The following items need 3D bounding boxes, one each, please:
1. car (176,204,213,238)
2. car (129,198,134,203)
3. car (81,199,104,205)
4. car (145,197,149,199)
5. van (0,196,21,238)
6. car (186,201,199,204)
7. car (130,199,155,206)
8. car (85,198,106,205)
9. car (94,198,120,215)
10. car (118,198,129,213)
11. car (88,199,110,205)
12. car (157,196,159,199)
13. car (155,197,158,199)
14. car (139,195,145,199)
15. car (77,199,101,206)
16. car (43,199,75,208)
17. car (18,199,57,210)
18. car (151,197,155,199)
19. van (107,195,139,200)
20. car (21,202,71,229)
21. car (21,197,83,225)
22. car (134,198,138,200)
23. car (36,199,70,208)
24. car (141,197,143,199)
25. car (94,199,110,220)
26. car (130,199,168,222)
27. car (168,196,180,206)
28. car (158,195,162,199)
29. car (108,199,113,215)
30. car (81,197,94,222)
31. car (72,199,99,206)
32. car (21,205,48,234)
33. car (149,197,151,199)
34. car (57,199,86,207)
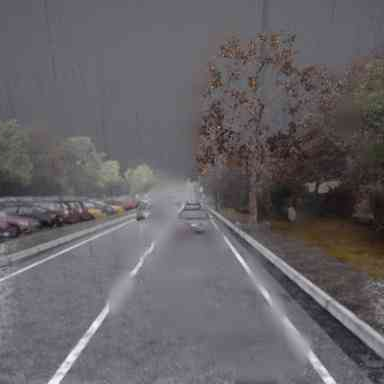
[{"bbox_3d":[0.094,1.583,17.649,2.033,1.411,5.357,0,0,0],"label":"car"},{"bbox_3d":[-10.260,1.807,42.075,4.792,1.488,2.163,0,-1,0],"label":"car"},{"bbox_3d":[-23.314,2.394,78.166,4.792,1.488,2.163,0,-1,0],"label":"car"},{"bbox_3d":[-10.273,1.943,55.956,4.892,1.521,2.231,0,-1,0],"label":"car"},{"bbox_3d":[-10.193,1.239,14.318,4.442,1.987,1.878,0,-1,0],"label":"van"},{"bbox_3d":[0.073,1.724,38.161,2.128,1.511,4.902,0,-1,0],"label":"car"},{"bbox_3d":[-10.276,2.200,69.823,4.892,1.521,2.231,0,-1,0],"label":"car"},{"bbox_3d":[-23.372,2.292,80.814,4.553,1.767,2.185,0,-1,0],"label":"car"},{"bbox_3d":[-10.302,1.685,33.748,4.892,1.521,2.231,0,-1,0],"label":"car"},{"bbox_3d":[-10.108,1.712,36.523,5.366,1.575,1.946,0,-1,0],"label":"car"},{"bbox_3d":[-23.334,2.472,83.582,5.008,1.535,2.097,0,-1,0],"label":"car"},{"bbox_3d":[-10.453,2.251,72.599,5.366,1.575,1.946,0,-1,0],"label":"car"},{"bbox_3d":[-10.086,2.140,67.048,5.366,1.575,1.946,0,-1,0],"label":"car"},{"bbox_3d":[-10.313,1.779,53.179,4.553,1.767,2.185,0,-1,0],"label":"car"},{"bbox_3d":[-23.342,2.349,75.396,4.674,1.452,2.002,0,-1,0],"label":"car"},{"bbox_3d":[-23.386,2.013,58.656,4.792,1.488,2.163,0,-1,0],"label":"car"},{"bbox_3d":[-23.368,1.871,50.480,5.008,1.535,2.097,0,-1,0],"label":"car"},{"bbox_3d":[-10.090,2.030,61.376,5.366,1.575,1.946,0,-1,0],"label":"car"},{"bbox_3d":[-10.402,1.614,47.630,4.442,1.987,1.878,0,-1,0],"label":"van"},{"bbox_3d":[-10.300,1.527,19.867,5.008,1.535,2.097,0,-1,0],"label":"car"},{"bbox_3d":[-10.272,1.433,22.645,4.553,1.767,2.185,0,-1,0],"label":"car"},{"bbox_3d":[-10.258,1.838,44.851,4.792,1.488,2.163,0,-1,0],"label":"car"},{"bbox_3d":[-23.388,1.972,56.016,4.792,1.488,2.163,0,-1,0],"label":"car"},{"bbox_3d":[-10.313,1.901,50.404,4.792,1.488,2.163,0,-1,0],"label":"car"},{"bbox_3d":[-10.114,1.618,28.196,5.366,1.575,1.946,0,-1,0],"label":"car"},{"bbox_3d":[-3.360,1.604,27.345,2.128,1.511,4.902,0,-1,0],"label":"car"},{"bbox_3d":[-3.380,2.147,67.695,1.812,1.442,4.674,0,-1,0],"label":"car"},{"bbox_3d":[-10.294,2.058,75.380,5.566,2.045,2.435,0,-1,0],"label":"car"},{"bbox_3d":[-10.291,1.653,30.972,4.892,1.521,2.231,0,-1,0],"label":"car"},{"bbox_3d":[-10.270,1.464,25.421,4.553,1.767,2.185,0,-1,0],"label":"car"},{"bbox_3d":[-23.161,2.251,72.627,5.366,1.575,1.946,0,-1,0],"label":"car"},{"bbox_3d":[-10.310,1.536,17.091,4.674,1.452,2.002,0,-1,0],"label":"car"},{"bbox_3d":[-10.463,1.983,58.724,5.366,1.575,1.946,0,-1,0],"label":"car"},{"bbox_3d":[-23.325,2.118,64.319,4.792,1.488,2.163,0,-1,0],"label":"car"}]
